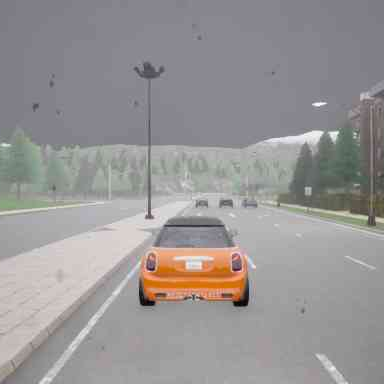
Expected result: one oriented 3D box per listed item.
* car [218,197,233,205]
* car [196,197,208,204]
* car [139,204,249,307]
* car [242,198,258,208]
[{"bbox_3d":[4.990,1.477,49.356,1.882,1.535,5.008,0,0,2],"label":"car"},{"bbox_3d":[1.480,1.526,49.147,1.812,1.442,4.674,0,0,2],"label":"car"},{"bbox_3d":[0.068,1.352,8.168,2.097,1.767,4.553,0,0,1],"label":"car"},{"bbox_3d":[8.488,1.547,49.227,2.033,1.411,5.357,0,0,2],"label":"car"}]
